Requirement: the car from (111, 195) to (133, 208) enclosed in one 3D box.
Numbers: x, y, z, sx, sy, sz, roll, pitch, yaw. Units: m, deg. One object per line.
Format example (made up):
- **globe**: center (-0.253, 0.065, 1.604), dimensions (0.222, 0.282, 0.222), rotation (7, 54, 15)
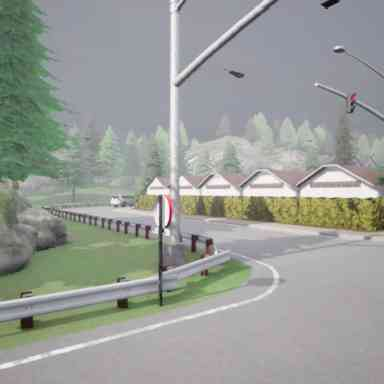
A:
- **car**: center (-10.539, 1.436, 53.858), dimensions (2.150, 2.045, 5.566), rotation (0, 0, 36)
